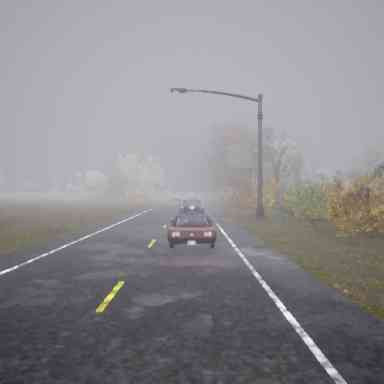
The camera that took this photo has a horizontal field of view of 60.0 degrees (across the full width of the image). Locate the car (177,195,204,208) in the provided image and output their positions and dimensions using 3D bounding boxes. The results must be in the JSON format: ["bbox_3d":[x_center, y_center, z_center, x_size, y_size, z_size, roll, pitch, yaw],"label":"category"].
[{"bbox_3d":[0.000,1.357,29.619,2.097,1.767,4.553,0,0,0],"label":"car"}]

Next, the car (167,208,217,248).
[{"bbox_3d":[0.000,1.614,14.680,1.895,1.301,4.718,0,0,0],"label":"car"}]

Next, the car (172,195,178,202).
[{"bbox_3d":[-3.500,1.472,76.746,1.812,1.442,4.674,0,0,0],"label":"car"}]
